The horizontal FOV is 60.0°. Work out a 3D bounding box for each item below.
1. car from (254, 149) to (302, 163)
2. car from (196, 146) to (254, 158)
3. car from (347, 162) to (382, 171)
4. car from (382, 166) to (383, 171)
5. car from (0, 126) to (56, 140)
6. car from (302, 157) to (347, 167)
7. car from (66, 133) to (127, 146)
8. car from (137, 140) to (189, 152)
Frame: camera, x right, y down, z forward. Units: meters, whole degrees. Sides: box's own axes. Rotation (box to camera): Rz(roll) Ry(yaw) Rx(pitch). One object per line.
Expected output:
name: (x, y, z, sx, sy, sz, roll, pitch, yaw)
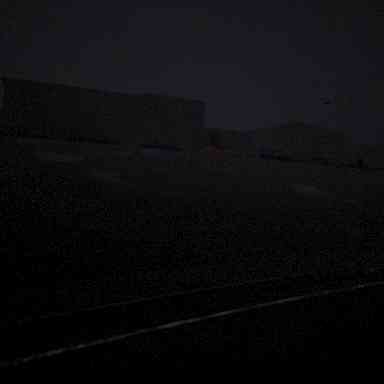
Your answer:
car: (7.922, -3.295, 32.733, 4.553, 1.767, 2.185, 3, -2, -20)
car: (2.743, -3.448, 30.814, 5.008, 1.535, 2.097, 3, -2, -19)
car: (18.314, -2.560, 36.974, 4.674, 1.452, 2.002, 3, -2, -23)
car: (23.262, -2.321, 39.177, 4.892, 1.521, 2.231, 3, -2, -24)
car: (-13.048, -4.247, 25.709, 4.892, 1.521, 2.231, 3, -2, -17)
car: (13.232, -2.850, 34.841, 4.792, 1.488, 2.163, 3, -2, -22)
car: (-7.769, -3.996, 27.301, 4.892, 1.521, 2.231, 3, -2, -17)
car: (-2.496, -3.686, 29.000, 4.674, 1.452, 2.002, 3, -2, -18)
